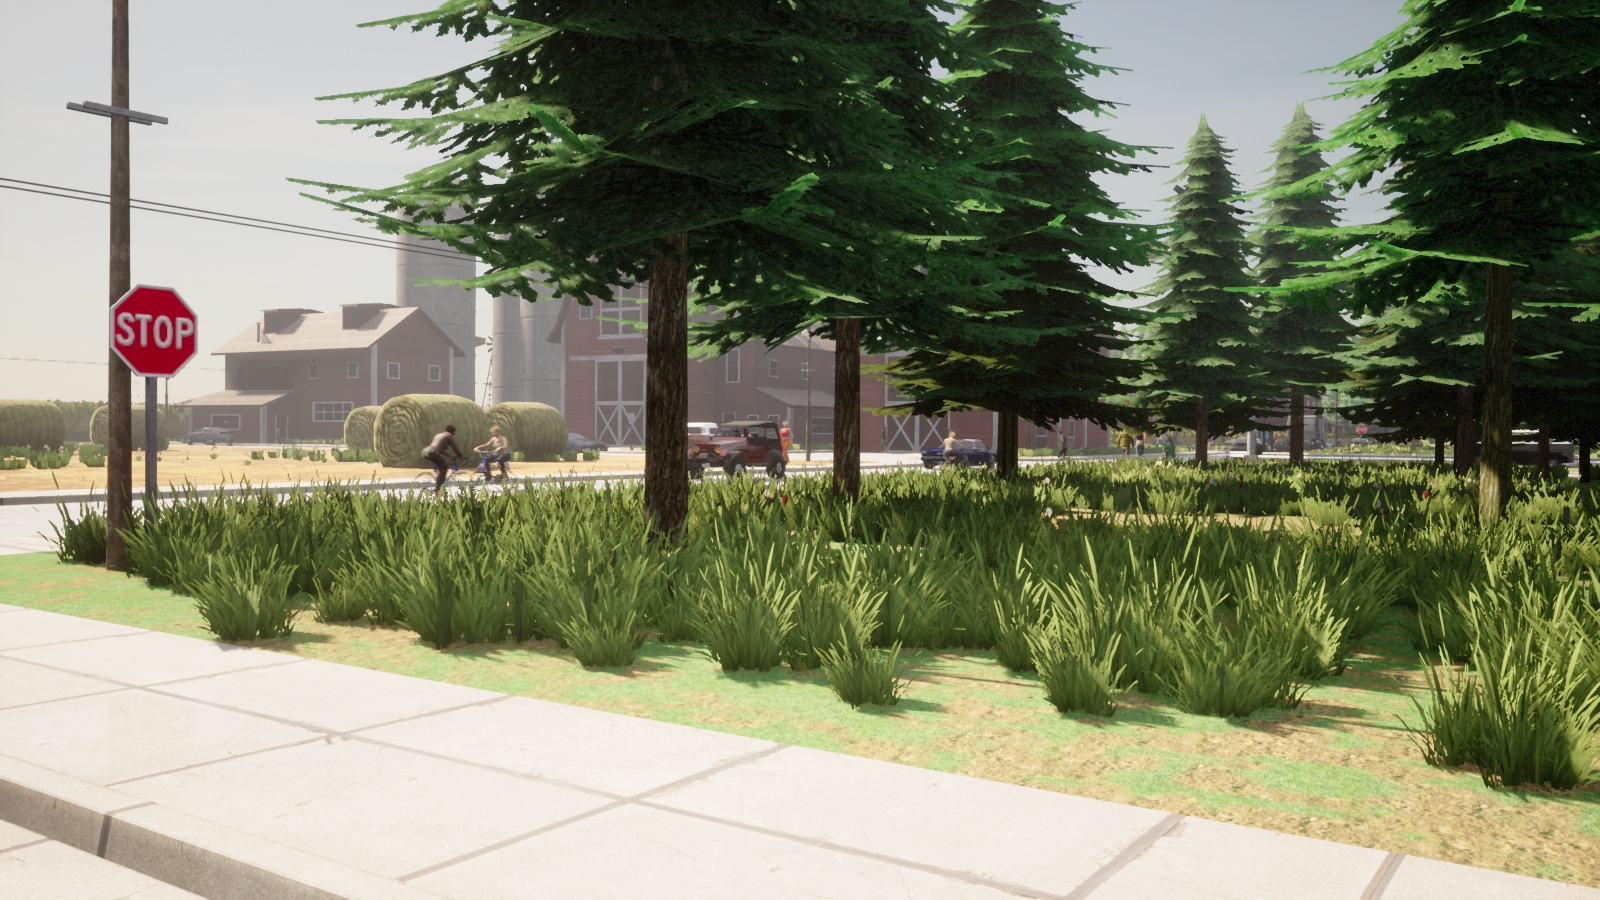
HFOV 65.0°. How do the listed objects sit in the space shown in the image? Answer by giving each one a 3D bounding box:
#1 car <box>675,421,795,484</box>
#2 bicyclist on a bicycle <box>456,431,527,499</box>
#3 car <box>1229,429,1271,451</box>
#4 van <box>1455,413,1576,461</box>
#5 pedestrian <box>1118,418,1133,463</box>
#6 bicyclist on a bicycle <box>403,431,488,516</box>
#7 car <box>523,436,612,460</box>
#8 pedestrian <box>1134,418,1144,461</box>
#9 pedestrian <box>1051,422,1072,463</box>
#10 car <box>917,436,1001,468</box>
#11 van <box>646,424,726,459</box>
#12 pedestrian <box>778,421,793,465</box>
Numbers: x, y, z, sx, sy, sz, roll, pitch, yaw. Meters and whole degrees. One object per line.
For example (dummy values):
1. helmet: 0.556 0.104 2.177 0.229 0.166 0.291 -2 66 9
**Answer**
1. car: -2.007 0.037 39.741 1.905 1.878 3.866 0 1 31
2. bicyclist on a bicycle: -7.527 0.351 30.701 0.866 1.612 1.509 0 1 32
3. car: 31.505 -0.714 87.864 1.837 1.490 4.892 0 1 31
4. van: 30.980 -0.561 54.468 4.480 2.038 2.069 0 1 30
5. pedestrian: 13.311 -0.401 51.391 0.370 1.835 0.726 0 1 32
6. bicyclist on a bicycle: -7.003 0.443 24.855 0.582 1.620 1.656 0 1 31
7. car: -14.272 -0.136 76.960 5.357 1.411 2.033 0 1 30
8. pedestrian: 14.430 -0.440 53.451 0.345 1.836 0.594 0 1 11
9. pedestrian: 11.663 -0.318 55.929 0.869 1.805 0.328 0 1 43
10. car: 6.915 0.064 54.160 1.895 1.301 4.718 0 1 31
11. van: -6.947 -0.522 76.713 4.480 2.038 2.069 0 1 30
12. pedestrian: -0.599 -0.312 52.582 0.345 1.836 0.594 0 1 35
